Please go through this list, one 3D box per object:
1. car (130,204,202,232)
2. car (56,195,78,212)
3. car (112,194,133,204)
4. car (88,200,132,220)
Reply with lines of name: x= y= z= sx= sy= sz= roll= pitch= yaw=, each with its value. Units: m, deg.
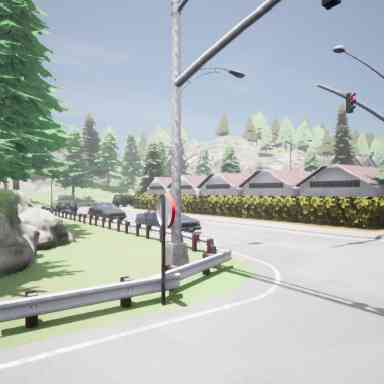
car: x=-1.674 y=1.739 z=20.972 sx=2.033 sy=1.411 sz=5.357 roll=0 pitch=0 yaw=-38
car: x=-15.573 y=1.409 z=41.045 sx=2.150 sy=2.045 sz=5.566 roll=0 pitch=0 yaw=-25
car: x=-10.393 y=1.398 z=54.114 sx=2.150 sy=2.045 sz=5.566 roll=0 pitch=0 yaw=37
car: x=-7.608 y=1.739 z=29.436 sx=2.033 sy=1.411 sz=5.357 roll=0 pitch=0 yaw=-35
